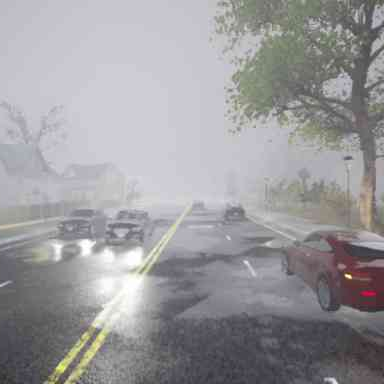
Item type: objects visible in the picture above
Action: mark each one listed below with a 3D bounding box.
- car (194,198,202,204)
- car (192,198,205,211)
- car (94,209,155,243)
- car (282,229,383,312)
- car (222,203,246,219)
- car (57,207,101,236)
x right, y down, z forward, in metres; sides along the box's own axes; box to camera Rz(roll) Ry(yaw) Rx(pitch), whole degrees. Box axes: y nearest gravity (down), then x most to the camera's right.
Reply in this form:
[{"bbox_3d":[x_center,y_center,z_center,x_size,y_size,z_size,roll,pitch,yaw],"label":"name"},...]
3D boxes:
[{"bbox_3d":[1.539,2.256,85.665,1.895,1.301,4.718,0,0,1],"label":"car"},{"bbox_3d":[0.898,1.872,46.501,2.128,1.511,4.902,0,0,1],"label":"car"},{"bbox_3d":[-3.066,1.646,17.012,2.128,1.511,4.902,0,0,1],"label":"car"},{"bbox_3d":[3.461,1.581,7.697,1.812,1.442,4.674,0,0,1],"label":"car"},{"bbox_3d":[3.896,1.741,31.492,2.128,1.511,4.902,0,0,1],"label":"car"},{"bbox_3d":[-6.265,1.692,19.673,1.837,1.490,4.892,0,-1,1],"label":"car"}]
